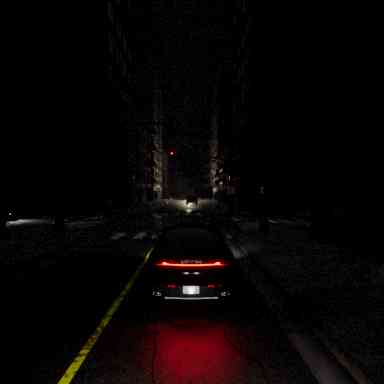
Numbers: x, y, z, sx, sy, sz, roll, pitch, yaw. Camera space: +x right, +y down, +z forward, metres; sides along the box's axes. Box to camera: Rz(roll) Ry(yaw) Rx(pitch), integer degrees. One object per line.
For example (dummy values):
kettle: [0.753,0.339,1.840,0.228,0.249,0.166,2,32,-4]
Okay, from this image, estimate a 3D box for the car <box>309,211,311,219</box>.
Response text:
car: [12.301,1.724,27.523,5.008,1.535,1.882,1,0,-1]

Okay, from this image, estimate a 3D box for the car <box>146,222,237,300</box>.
car: [-0.016,1.507,8.371,1.837,1.490,4.892,0,0,0]

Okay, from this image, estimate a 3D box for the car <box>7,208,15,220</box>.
car: [-15.165,1.387,24.053,4.181,1.385,1.994,1,0,-1]

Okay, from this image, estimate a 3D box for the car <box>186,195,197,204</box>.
car: [-0.033,1.460,66.449,2.097,1.767,4.553,0,0,0]
